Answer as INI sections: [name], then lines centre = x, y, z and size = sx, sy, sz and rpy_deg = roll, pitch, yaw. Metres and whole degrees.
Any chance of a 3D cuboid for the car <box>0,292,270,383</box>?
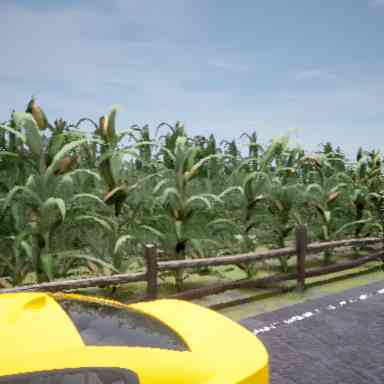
[car]
centre = -1.727, 1.471, 1.743
size = 5.008, 1.535, 1.882
rpy_deg = 0, 0, -35
